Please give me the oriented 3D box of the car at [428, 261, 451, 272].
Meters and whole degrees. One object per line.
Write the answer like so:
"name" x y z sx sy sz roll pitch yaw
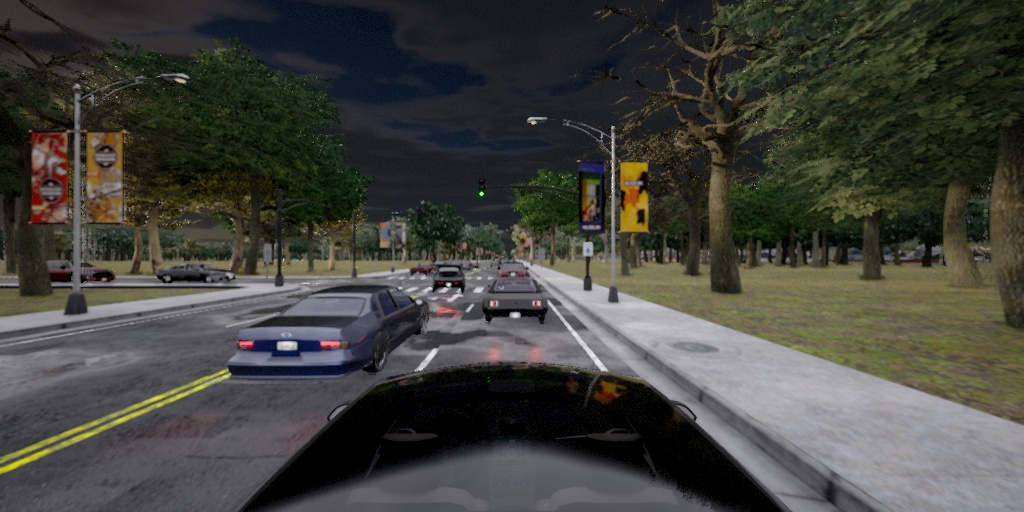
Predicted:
"car" -9.895 1.411 49.436 2.033 1.411 5.357 0 0 0

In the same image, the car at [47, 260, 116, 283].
"car" -32.005 1.123 26.183 4.553 1.767 2.097 0 0 0

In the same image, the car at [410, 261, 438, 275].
"car" -9.888 1.439 39.783 1.895 1.301 4.718 0 0 0

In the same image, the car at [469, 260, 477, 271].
"car" -6.644 1.358 50.598 2.128 1.511 4.902 0 0 0

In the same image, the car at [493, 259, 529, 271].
"car" 0.068 1.151 24.081 2.097 1.767 4.553 0 0 0

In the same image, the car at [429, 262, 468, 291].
"car" -3.900 1.300 21.914 1.837 1.490 4.892 1 0 -11

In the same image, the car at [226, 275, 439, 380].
"car" -3.153 1.310 7.535 2.033 1.411 5.357 0 0 0

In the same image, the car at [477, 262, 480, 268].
"car" -6.622 1.424 60.834 1.812 1.442 4.674 0 0 0

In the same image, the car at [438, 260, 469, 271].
"car" -6.638 1.333 41.262 2.128 1.511 4.902 0 0 0

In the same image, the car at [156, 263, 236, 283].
"car" -22.966 1.273 26.187 4.902 1.511 2.128 0 0 0

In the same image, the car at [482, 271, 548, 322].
"car" 0.092 1.373 12.293 1.895 1.301 4.718 0 0 0
